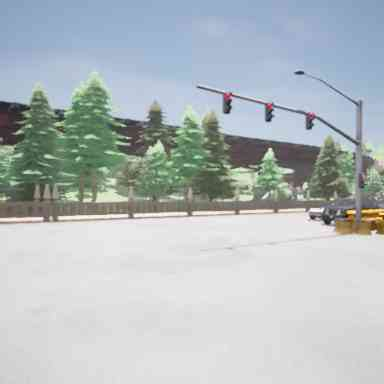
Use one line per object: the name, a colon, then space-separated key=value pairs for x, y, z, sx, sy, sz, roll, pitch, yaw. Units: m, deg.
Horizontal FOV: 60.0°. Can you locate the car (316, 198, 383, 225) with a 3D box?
car: x=12.367 y=1.482 z=25.696 sx=5.566 sy=2.045 sz=2.150 roll=1 pitch=0 yaw=-36

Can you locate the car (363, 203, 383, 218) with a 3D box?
car: x=20.933 y=1.944 z=36.111 sx=5.357 sy=1.411 sz=2.033 roll=1 pitch=0 yaw=-35

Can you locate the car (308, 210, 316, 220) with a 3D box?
car: x=12.638 y=1.891 z=30.200 sx=4.718 sy=1.301 sz=1.895 roll=1 pitch=0 yaw=-35
